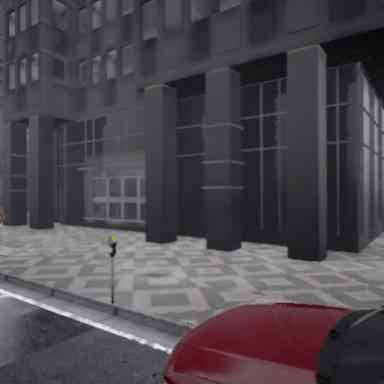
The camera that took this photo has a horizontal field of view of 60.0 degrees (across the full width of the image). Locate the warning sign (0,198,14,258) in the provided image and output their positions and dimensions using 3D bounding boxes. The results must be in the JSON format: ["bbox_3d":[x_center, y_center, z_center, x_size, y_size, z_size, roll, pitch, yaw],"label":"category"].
[{"bbox_3d":[-6.505,1.125,10.432,1.060,1.860,1.300,0,0,36],"label":"warning sign"}]

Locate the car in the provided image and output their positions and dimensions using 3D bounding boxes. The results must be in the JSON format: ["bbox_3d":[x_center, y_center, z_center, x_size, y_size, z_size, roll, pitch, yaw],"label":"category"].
[{"bbox_3d":[2.023,1.314,1.526,5.009,1.841,2.192,0,0,36],"label":"car"}]
